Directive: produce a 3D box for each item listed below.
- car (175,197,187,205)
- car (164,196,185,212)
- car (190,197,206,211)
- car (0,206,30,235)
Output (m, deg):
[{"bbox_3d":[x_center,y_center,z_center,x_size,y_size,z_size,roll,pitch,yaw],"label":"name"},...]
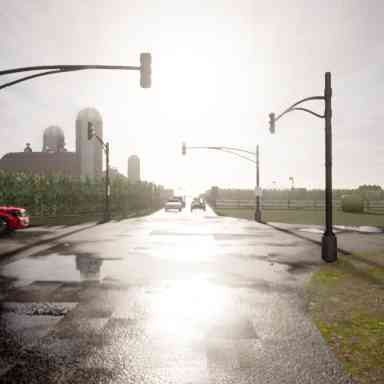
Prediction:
[{"bbox_3d":[-1.951,1.620,60.102,2.033,1.411,5.357,0,0,1],"label":"car"},{"bbox_3d":[-2.197,1.564,40.094,1.812,1.442,4.674,0,0,1],"label":"car"},{"bbox_3d":[0.762,1.641,41.599,1.895,1.301,4.718,0,0,1],"label":"car"},{"bbox_3d":[-11.405,1.120,16.963,5.566,2.045,2.150,1,-1,-13],"label":"car"}]
